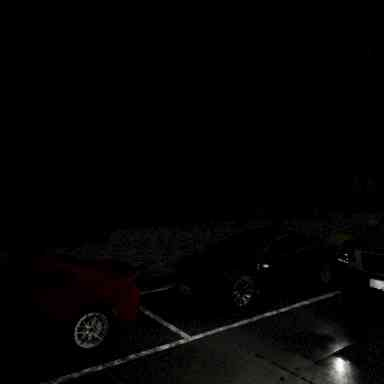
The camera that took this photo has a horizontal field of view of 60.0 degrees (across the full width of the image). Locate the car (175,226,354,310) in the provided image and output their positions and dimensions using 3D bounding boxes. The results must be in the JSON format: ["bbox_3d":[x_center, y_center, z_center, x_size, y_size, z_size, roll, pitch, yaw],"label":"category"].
[{"bbox_3d":[1.650,1.566,7.837,4.313,1.339,1.947,0,0,-36],"label":"car"}]

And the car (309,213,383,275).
[{"bbox_3d":[6.094,1.526,11.021,4.829,1.417,1.752,0,0,-36],"label":"car"}]

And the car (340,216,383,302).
[{"bbox_3d":[5.427,1.222,7.267,5.566,2.045,2.150,0,0,-36],"label":"car"}]

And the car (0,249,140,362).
[{"bbox_3d":[-2.932,1.545,4.555,4.507,1.381,1.887,0,0,-36],"label":"car"}]
